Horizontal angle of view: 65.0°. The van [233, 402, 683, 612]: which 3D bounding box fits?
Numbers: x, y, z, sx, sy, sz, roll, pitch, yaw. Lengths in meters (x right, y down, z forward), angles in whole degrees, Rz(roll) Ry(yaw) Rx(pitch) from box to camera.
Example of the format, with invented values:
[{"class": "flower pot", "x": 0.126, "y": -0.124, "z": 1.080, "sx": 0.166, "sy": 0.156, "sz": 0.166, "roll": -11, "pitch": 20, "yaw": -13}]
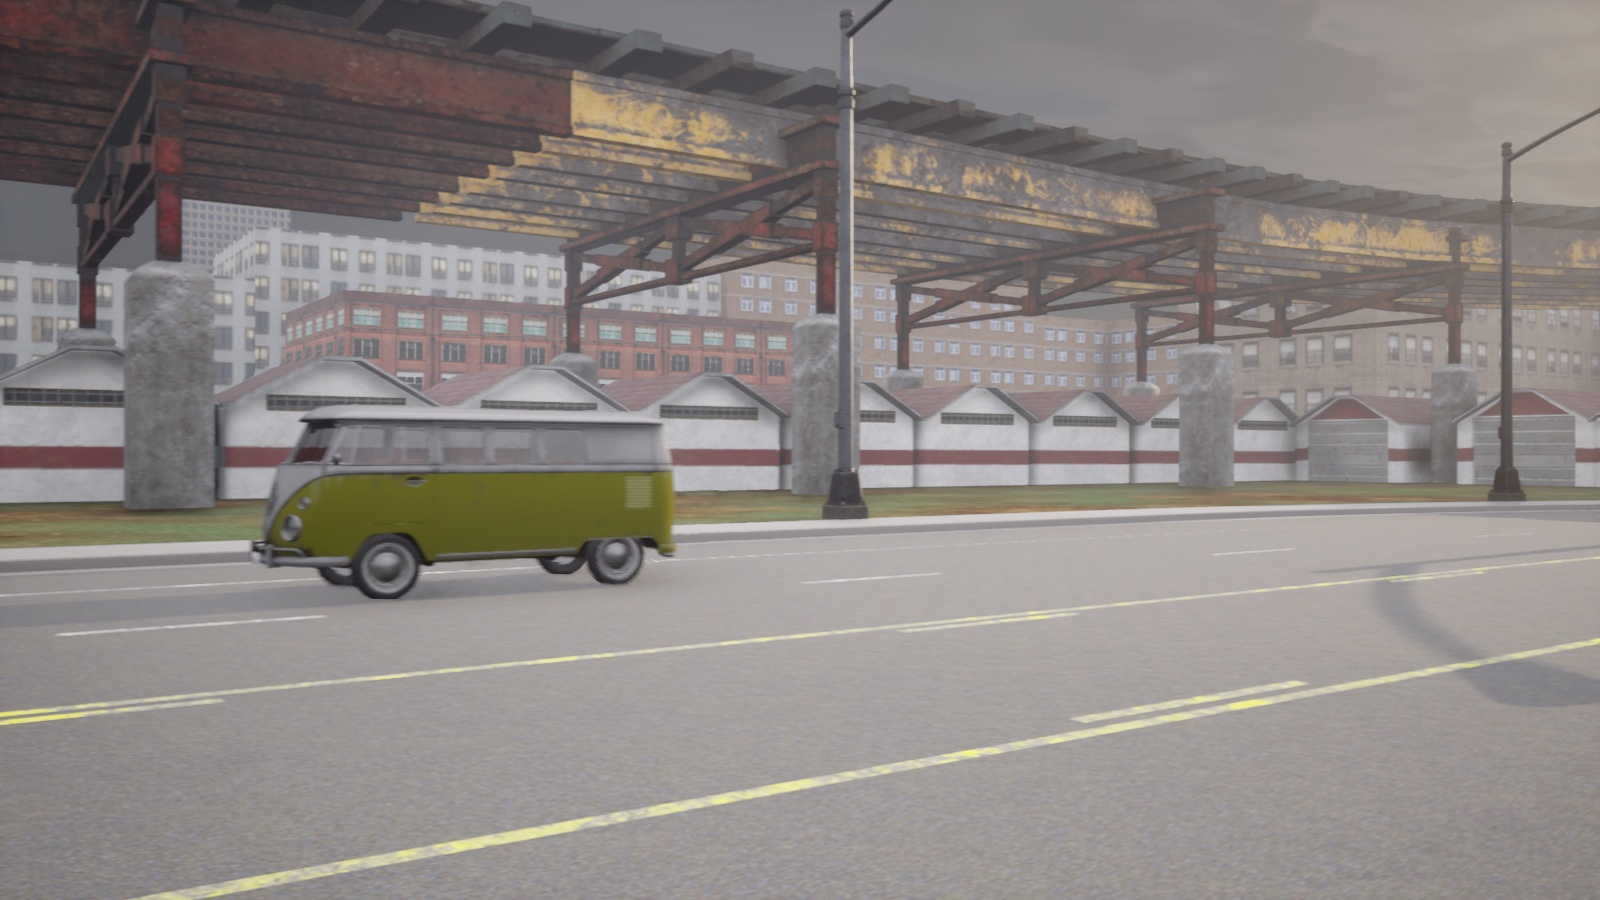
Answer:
[{"class": "van", "x": -3.679, "y": 0.539, "z": 13.847, "sx": 4.442, "sy": 1.987, "sz": 1.775, "roll": 0, "pitch": 0, "yaw": -35}]
